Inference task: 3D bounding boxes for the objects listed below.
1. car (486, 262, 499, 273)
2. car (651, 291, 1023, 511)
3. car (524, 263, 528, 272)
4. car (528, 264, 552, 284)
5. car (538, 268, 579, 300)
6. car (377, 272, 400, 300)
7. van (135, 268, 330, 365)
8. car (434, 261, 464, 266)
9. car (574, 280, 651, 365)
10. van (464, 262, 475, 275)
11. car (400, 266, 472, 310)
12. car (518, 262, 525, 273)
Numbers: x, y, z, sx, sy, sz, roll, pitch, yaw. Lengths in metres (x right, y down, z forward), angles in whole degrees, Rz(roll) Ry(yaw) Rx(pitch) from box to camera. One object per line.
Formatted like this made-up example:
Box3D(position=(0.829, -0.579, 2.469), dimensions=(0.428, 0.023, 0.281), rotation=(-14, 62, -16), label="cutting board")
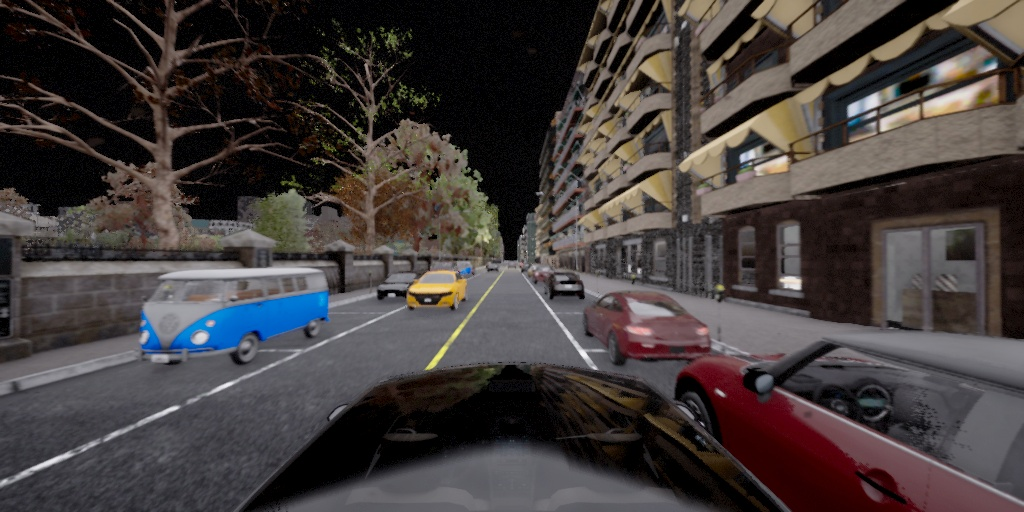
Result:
Box3D(position=(-3.057, 1.896, 57.557), dimensions=(1.837, 1.490, 4.892), rotation=(0, -1, 0), label="car")
Box3D(position=(2.690, 1.196, 2.262), dimensions=(1.967, 1.591, 4.097), rotation=(0, 0, 0), label="car")
Box3D(position=(2.692, 1.725, 41.841), dimensions=(1.751, 1.417, 4.829), rotation=(0, 0, 0), label="car")
Box3D(position=(2.691, 1.508, 30.411), dimensions=(1.967, 1.591, 4.097), rotation=(0, 0, 0), label="car")
Box3D(position=(2.690, 1.507, 19.152), dimensions=(1.948, 1.339, 4.313), rotation=(0, 0, 0), label="car")
Box3D(position=(-5.690, 1.507, 19.152), dimensions=(1.948, 1.339, 4.313), rotation=(0, 0, 0), label="car")
Box3D(position=(-5.690, 1.158, 7.892), dimensions=(1.690, 1.789, 3.998), rotation=(0, 0, 0), label="van")
Box3D(position=(-5.689, 1.383, 30.411), dimensions=(2.192, 1.841, 5.009), rotation=(0, 0, 0), label="car")
Box3D(position=(2.690, 1.399, 7.892), dimensions=(1.802, 1.307, 4.207), rotation=(0, 0, 0), label="car")
Box3D(position=(-5.688, 1.541, 41.670), dimensions=(1.690, 1.789, 3.998), rotation=(0, 0, 0), label="van")
Box3D(position=(-3.101, 1.381, 15.713), dimensions=(1.882, 1.535, 5.008), rotation=(0, -1, 0), label="car")
Box3D(position=(2.353, 1.889, 55.331), dimensions=(1.812, 1.442, 4.674), rotation=(0, -1, 0), label="car")
